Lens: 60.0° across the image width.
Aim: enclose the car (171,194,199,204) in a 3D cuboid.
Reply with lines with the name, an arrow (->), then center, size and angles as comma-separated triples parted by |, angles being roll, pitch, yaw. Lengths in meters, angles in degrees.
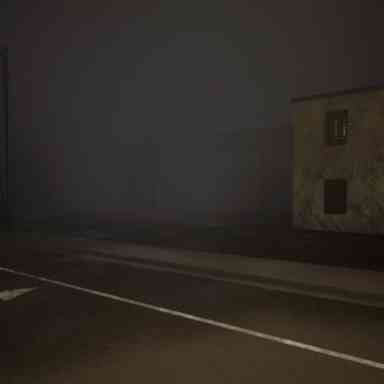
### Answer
car -> -1.405, 1.380, 66.383 | 5.566, 2.045, 2.150 | 0, 0, -15
